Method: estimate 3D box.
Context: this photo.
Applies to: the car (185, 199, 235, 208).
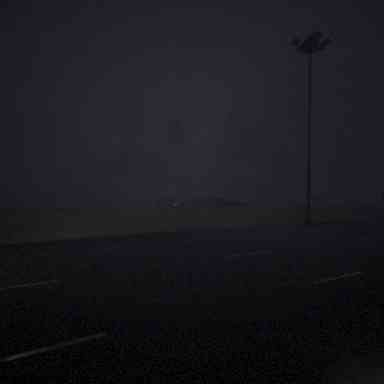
[{"bbox_3d":[2.318,1.301,26.276,4.902,1.511,2.128,1,0,-31],"label":"car"}]
